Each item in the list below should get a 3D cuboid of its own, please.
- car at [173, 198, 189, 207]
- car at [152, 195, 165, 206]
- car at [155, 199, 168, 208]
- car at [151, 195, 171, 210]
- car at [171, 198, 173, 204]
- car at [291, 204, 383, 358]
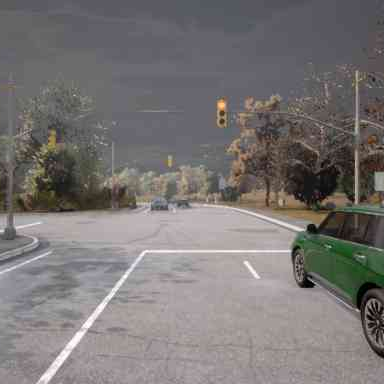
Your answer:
[{"bbox_3d":[-1.667,1.778,56.638,1.837,1.490,4.892,0,-1,-7],"label":"car"},{"bbox_3d":[-6.479,1.662,63.628,2.150,2.045,5.566,0,-1,-10],"label":"car"},{"bbox_3d":[-4.960,1.766,53.263,2.033,1.411,5.357,0,-1,-6],"label":"car"},{"bbox_3d":[-4.167,1.425,43.060,2.097,1.767,4.553,0,-1,-3],"label":"car"},{"bbox_3d":[-4.670,2.359,83.025,2.128,1.511,4.902,0,-1,-22],"label":"car"},{"bbox_3d":[3.581,1.221,6.105,2.150,2.045,5.566,0,0,0],"label":"car"}]
